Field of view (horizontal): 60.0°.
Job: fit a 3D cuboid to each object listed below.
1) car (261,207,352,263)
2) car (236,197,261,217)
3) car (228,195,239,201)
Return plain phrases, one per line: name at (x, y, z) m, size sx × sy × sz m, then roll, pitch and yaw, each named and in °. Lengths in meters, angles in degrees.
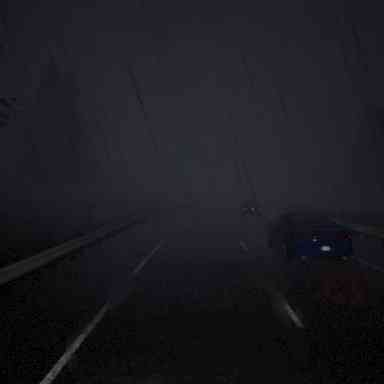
car at (3.951, 1.460, 12.004) m, size 1.882 × 1.535 × 5.008 m, roll 0°, pitch 0°, yaw 3°
car at (5.414, 1.497, 30.591) m, size 2.033 × 1.411 × 5.357 m, roll 0°, pitch 0°, yaw 7°
car at (9.654, 1.374, 77.106) m, size 1.837 × 1.490 × 4.892 m, roll 0°, pitch 0°, yaw 16°
